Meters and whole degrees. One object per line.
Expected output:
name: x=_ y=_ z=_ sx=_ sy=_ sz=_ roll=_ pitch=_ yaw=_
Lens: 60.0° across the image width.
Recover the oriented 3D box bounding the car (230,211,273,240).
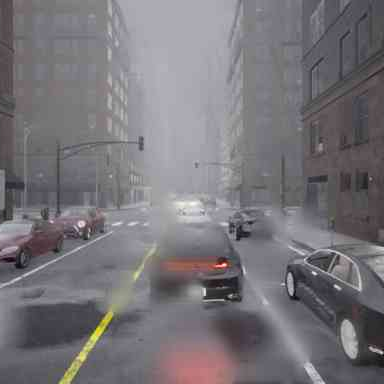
car: x=2.854 y=1.566 z=16.588 sx=1.947 sy=1.339 sz=4.313 roll=0 pitch=0 yaw=0

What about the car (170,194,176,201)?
car: x=-5.593 y=1.625 z=80.563 sx=1.752 sy=1.417 sz=4.829 roll=0 pitch=0 yaw=0

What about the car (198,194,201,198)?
car: x=2.923 y=1.523 z=75.314 sx=1.967 sy=1.590 sz=4.097 roll=0 pitch=0 yaw=0

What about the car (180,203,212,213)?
car: x=0.081 y=1.526 z=17.401 sx=1.812 sy=1.442 sz=4.674 roll=0 pitch=0 yaw=-1

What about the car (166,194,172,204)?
car: x=-5.620 y=1.606 z=64.508 sx=2.008 sy=1.369 sz=4.403 roll=0 pitch=0 yaw=0

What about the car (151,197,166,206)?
car: x=-5.639 y=1.617 z=53.691 sx=1.802 sy=1.307 sz=4.206 roll=0 pitch=0 yaw=0

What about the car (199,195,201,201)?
car: x=2.905 y=1.606 z=64.496 sx=2.008 sy=1.369 sz=4.403 roll=0 pitch=0 yaw=0

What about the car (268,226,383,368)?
car: x=2.855 y=1.551 z=5.586 sx=2.008 sy=1.369 sz=4.403 roll=0 pitch=0 yaw=0

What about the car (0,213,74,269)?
car: x=-5.671 y=1.582 z=11.087 sx=1.802 sy=1.307 sz=4.206 roll=0 pitch=0 yaw=0

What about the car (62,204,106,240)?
car: x=-5.672 y=1.440 z=16.588 sx=1.967 sy=1.590 sz=4.097 roll=0 pitch=0 yaw=0

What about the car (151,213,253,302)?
car: x=0.097 y=1.505 z=8.253 sx=1.837 sy=1.490 sz=4.892 roll=0 pitch=0 yaw=0

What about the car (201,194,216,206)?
car: x=2.885 y=1.475 z=53.679 sx=1.967 sy=1.590 sz=4.097 roll=0 pitch=0 yaw=0

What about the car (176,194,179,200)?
car: x=-5.575 y=1.455 z=91.551 sx=2.192 sy=1.841 sz=5.009 roll=0 pitch=0 yaw=0
